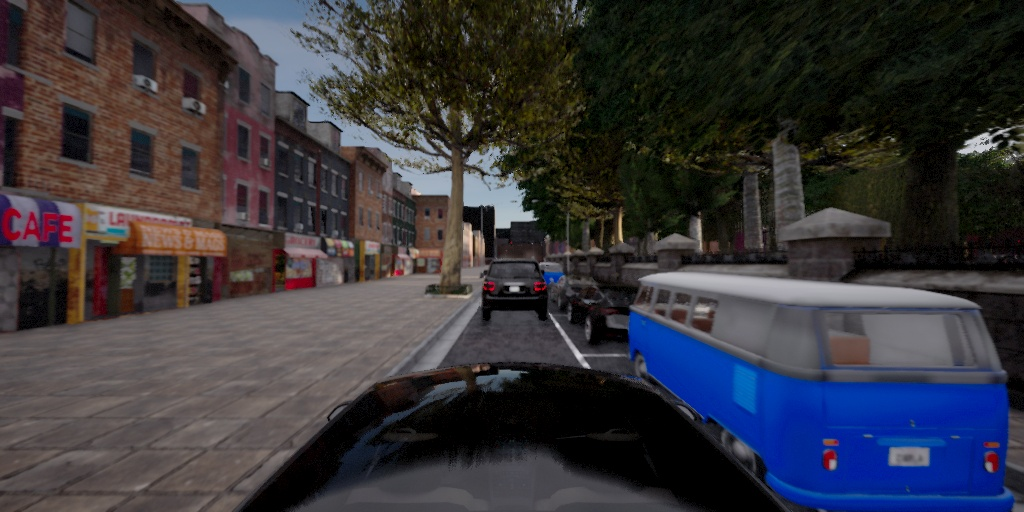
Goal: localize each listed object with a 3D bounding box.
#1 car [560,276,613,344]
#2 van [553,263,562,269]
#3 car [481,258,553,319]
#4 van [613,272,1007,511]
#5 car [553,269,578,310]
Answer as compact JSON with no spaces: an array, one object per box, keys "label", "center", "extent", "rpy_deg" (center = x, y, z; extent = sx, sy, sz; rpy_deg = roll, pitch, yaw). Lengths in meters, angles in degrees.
[{"label":"car","center":[2.639,1.408,9.680],"extent":[1.948,1.339,4.313],"rpy_deg":[0,0,0]},{"label":"van","center":[2.639,1.380,26.027],"extent":[1.690,1.789,3.998],"rpy_deg":[0,0,0]},{"label":"car","center":[0.084,1.110,13.516],"extent":[2.150,2.045,5.566],"rpy_deg":[0,0,0]},{"label":"van","center":[2.639,1.120,4.231],"extent":[1.690,1.789,3.998],"rpy_deg":[0,0,0]},{"label":"car","center":[2.639,1.456,15.129],"extent":[2.007,1.370,4.403],"rpy_deg":[0,0,0]}]
